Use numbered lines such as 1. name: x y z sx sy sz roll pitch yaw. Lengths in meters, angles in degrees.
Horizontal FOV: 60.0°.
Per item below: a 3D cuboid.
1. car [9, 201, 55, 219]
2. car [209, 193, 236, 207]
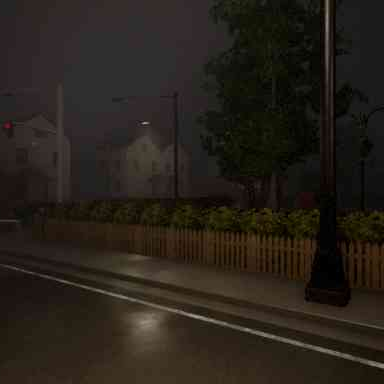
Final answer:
1. car: -13.607 1.526 29.386 1.812 1.442 4.674 0 0 35
2. car: 4.354 1.221 48.768 2.150 2.045 5.566 0 0 35
